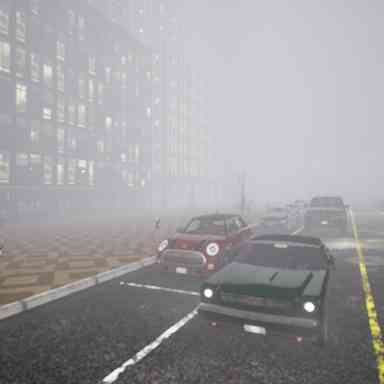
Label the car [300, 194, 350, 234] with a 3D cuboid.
[{"bbox_3d":[8.017,1.238,19.727,2.150,2.045,5.566,0,0,25],"label":"car"}]

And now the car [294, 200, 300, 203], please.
[{"bbox_3d":[7.581,1.571,25.163,2.008,1.369,4.403,0,0,25],"label":"car"}]

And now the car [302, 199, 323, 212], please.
[{"bbox_3d":[14.590,1.605,40.177,1.947,1.339,4.313,0,0,25],"label":"car"}]

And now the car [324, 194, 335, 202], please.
[{"bbox_3d":[33.279,1.438,80.213,2.192,1.841,5.009,0,0,25],"label":"car"}]

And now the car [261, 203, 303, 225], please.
[{"bbox_3d":[5.245,1.565,20.158,2.008,1.369,4.403,0,0,25],"label":"car"}]

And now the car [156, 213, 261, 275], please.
[{"bbox_3d":[0.573,1.444,10.151,1.967,1.590,4.097,0,0,25],"label":"car"}]

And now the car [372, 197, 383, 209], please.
[{"bbox_3d":[26.857,1.624,46.640,1.947,1.339,4.313,0,0,25],"label":"car"}]

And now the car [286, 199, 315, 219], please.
[{"bbox_3d":[9.918,1.466,30.168,1.967,1.590,4.097,0,0,25],"label":"car"}]

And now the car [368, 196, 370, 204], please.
[{"bbox_3d":[31.600,1.604,56.803,1.752,1.417,4.829,0,0,25],"label":"car"}]

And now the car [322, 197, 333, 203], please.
[{"bbox_3d":[28.608,1.665,70.203,1.947,1.339,4.313,0,0,25],"label":"car"}]

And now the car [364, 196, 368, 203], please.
[{"bbox_3d":[36.201,1.646,66.658,1.887,1.381,4.507,0,0,25],"label":"car"}]

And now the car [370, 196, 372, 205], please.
[{"bbox_3d":[29.264,1.594,51.797,1.752,1.417,4.829,0,0,25],"label":"car"}]

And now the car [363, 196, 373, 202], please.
[{"bbox_3d":[43.209,1.683,81.671,1.887,1.381,4.507,0,0,25],"label":"car"}]

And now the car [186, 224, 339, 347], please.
[{"bbox_3d":[1.799,1.604,6.639,1.895,1.301,4.718,0,0,25],"label":"car"}]
